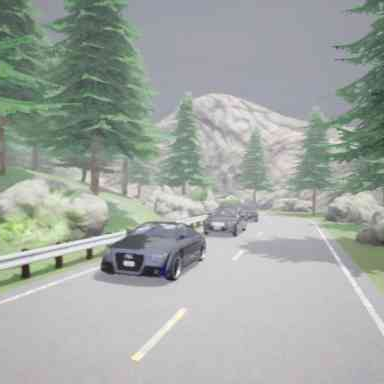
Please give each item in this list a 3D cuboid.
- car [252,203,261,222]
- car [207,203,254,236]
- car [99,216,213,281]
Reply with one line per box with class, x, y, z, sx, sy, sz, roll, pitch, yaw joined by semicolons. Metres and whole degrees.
car;4.894;1.747;29.326;1.837;1.490;4.892;1;0;11
car;2.062;1.625;19.509;2.128;1.511;4.902;1;0;18
car;-0.939;1.587;10.027;1.994;1.385;4.181;1;0;18
